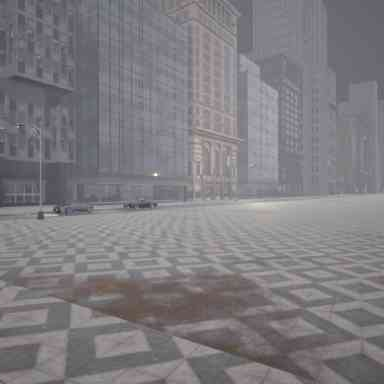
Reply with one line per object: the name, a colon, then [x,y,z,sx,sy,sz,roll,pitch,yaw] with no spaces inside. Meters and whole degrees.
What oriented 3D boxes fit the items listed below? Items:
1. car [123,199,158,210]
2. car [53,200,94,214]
car: [-6.688,1.600,43.272,1.895,1.301,4.718,0,0,36]
car: [-12.460,1.577,35.163,1.994,1.385,4.181,0,0,37]
